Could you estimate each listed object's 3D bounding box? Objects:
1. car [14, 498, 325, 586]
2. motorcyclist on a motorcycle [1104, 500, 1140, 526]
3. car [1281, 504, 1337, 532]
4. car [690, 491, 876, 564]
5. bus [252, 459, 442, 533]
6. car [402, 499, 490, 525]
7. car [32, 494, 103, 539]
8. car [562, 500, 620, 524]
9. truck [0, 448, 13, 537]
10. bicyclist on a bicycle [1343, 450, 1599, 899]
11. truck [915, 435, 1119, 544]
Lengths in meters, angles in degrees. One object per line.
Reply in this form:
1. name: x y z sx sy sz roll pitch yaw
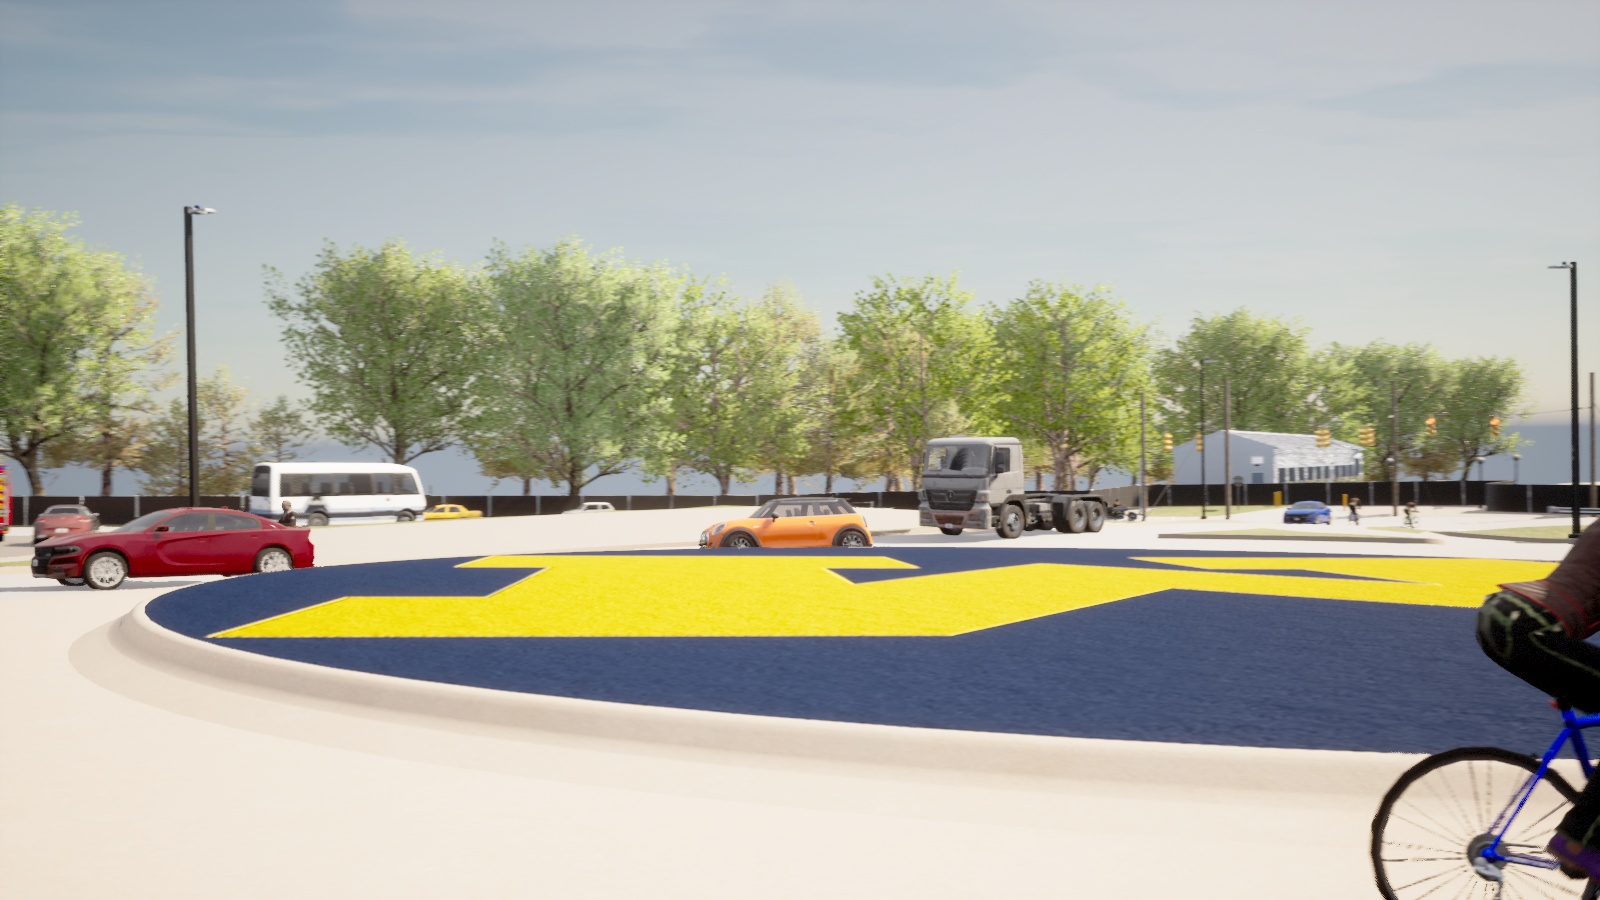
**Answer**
1. car: -12.090 1.773 24.387 1.882 1.535 5.008 -4 -5 43
2. motorcyclist on a motorcycle: 21.983 4.285 85.814 2.350 1.649 0.766 0 1 14
3. car: 30.012 3.983 73.981 1.882 1.535 5.008 -2 -3 36
4. car: -0.488 2.087 33.491 4.553 1.767 2.097 -1 -5 -14
5. bus: -27.780 2.740 77.506 3.944 4.253 10.273 1 0 45
6. car: -23.503 4.126 83.425 5.366 1.575 1.801 1 0 -25
7. car: -30.461 2.717 52.346 2.152 1.651 5.027 1 -1 -26
8. car: -14.363 4.225 86.098 3.806 1.475 1.970 0 0 -14
9. truck: -37.914 1.947 56.906 2.891 3.827 8.468 2 -3 -38
10. bicyclist on a bicycle: 2.597 0.826 3.803 1.656 1.620 0.582 1 -1 12
11. truck: 7.679 1.264 43.630 7.936 3.462 2.891 0 0 -45
